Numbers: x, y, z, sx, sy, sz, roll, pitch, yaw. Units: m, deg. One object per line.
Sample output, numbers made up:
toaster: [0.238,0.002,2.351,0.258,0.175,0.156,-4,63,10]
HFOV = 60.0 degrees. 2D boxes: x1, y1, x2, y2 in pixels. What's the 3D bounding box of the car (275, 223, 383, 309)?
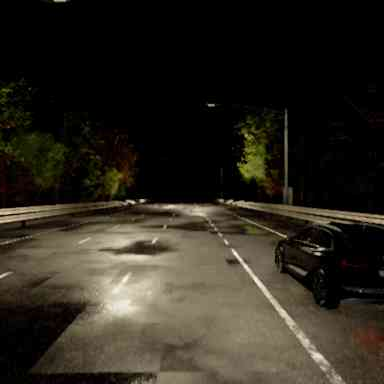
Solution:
car: [3.494,1.525,8.107,2.033,1.649,4.856,0,-1,-1]
